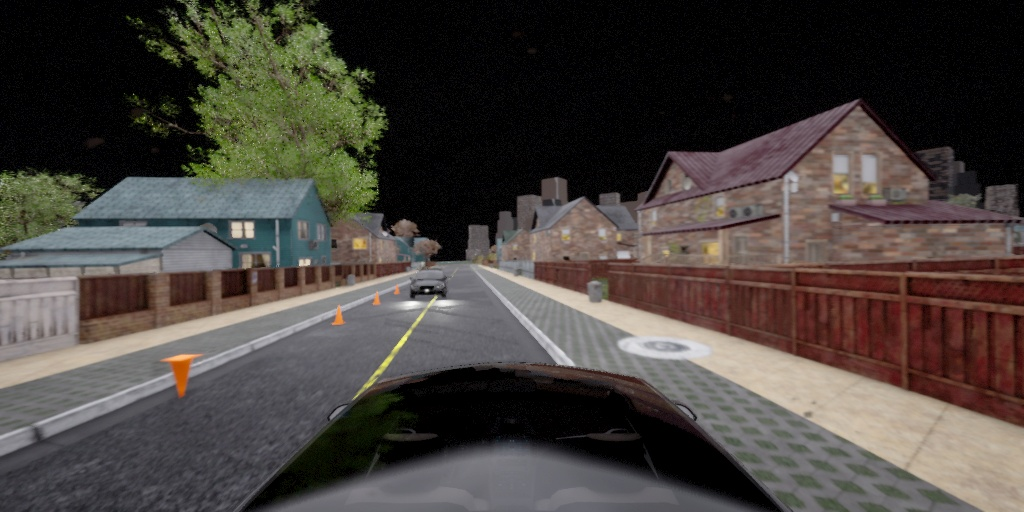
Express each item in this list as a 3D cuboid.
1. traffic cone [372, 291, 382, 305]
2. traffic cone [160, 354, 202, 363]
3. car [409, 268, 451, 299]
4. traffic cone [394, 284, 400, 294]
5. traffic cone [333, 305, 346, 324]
[{"bbox_3d":[-6.169,1.907,16.394,0.340,0.580,0.340,0,0,-8],"label":"traffic cone"},{"bbox_3d":[-4.918,1.216,5.337,0.340,0.580,0.340,0,0,4],"label":"traffic cone"},{"bbox_3d":[-4.460,1.451,19.809,1.837,1.490,4.892,-1,-1,-8],"label":"car"},{"bbox_3d":[-6.829,1.955,21.351,0.340,0.580,0.340,0,0,-8],"label":"traffic cone"},{"bbox_3d":[-5.510,1.858,11.436,0.340,0.580,0.340,0,0,-8],"label":"traffic cone"}]
